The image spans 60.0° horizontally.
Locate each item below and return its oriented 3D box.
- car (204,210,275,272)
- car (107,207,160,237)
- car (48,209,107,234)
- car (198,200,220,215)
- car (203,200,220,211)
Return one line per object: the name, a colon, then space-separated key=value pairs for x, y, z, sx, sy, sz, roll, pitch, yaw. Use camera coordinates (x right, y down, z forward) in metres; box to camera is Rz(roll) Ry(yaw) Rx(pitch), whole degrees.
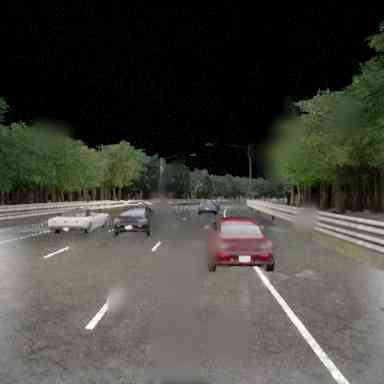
car: x=1.401 y=1.524 z=10.697 sx=1.812 sy=1.442 sz=4.674 roll=0 pitch=0 yaw=2
car: x=-2.896 y=1.529 z=18.091 sx=1.812 sy=1.442 sz=4.674 roll=0 pitch=0 yaw=3
car: x=-6.348 y=1.608 z=19.291 sx=1.895 sy=1.301 sz=4.718 roll=0 pitch=0 yaw=3
car: x=1.789 y=1.693 z=35.910 sx=1.994 sy=1.385 sz=4.181 roll=0 pitch=-1 yaw=7
car: x=2.759 y=1.850 z=45.734 sx=1.994 sy=1.385 sz=4.181 roll=0 pitch=-1 yaw=8
